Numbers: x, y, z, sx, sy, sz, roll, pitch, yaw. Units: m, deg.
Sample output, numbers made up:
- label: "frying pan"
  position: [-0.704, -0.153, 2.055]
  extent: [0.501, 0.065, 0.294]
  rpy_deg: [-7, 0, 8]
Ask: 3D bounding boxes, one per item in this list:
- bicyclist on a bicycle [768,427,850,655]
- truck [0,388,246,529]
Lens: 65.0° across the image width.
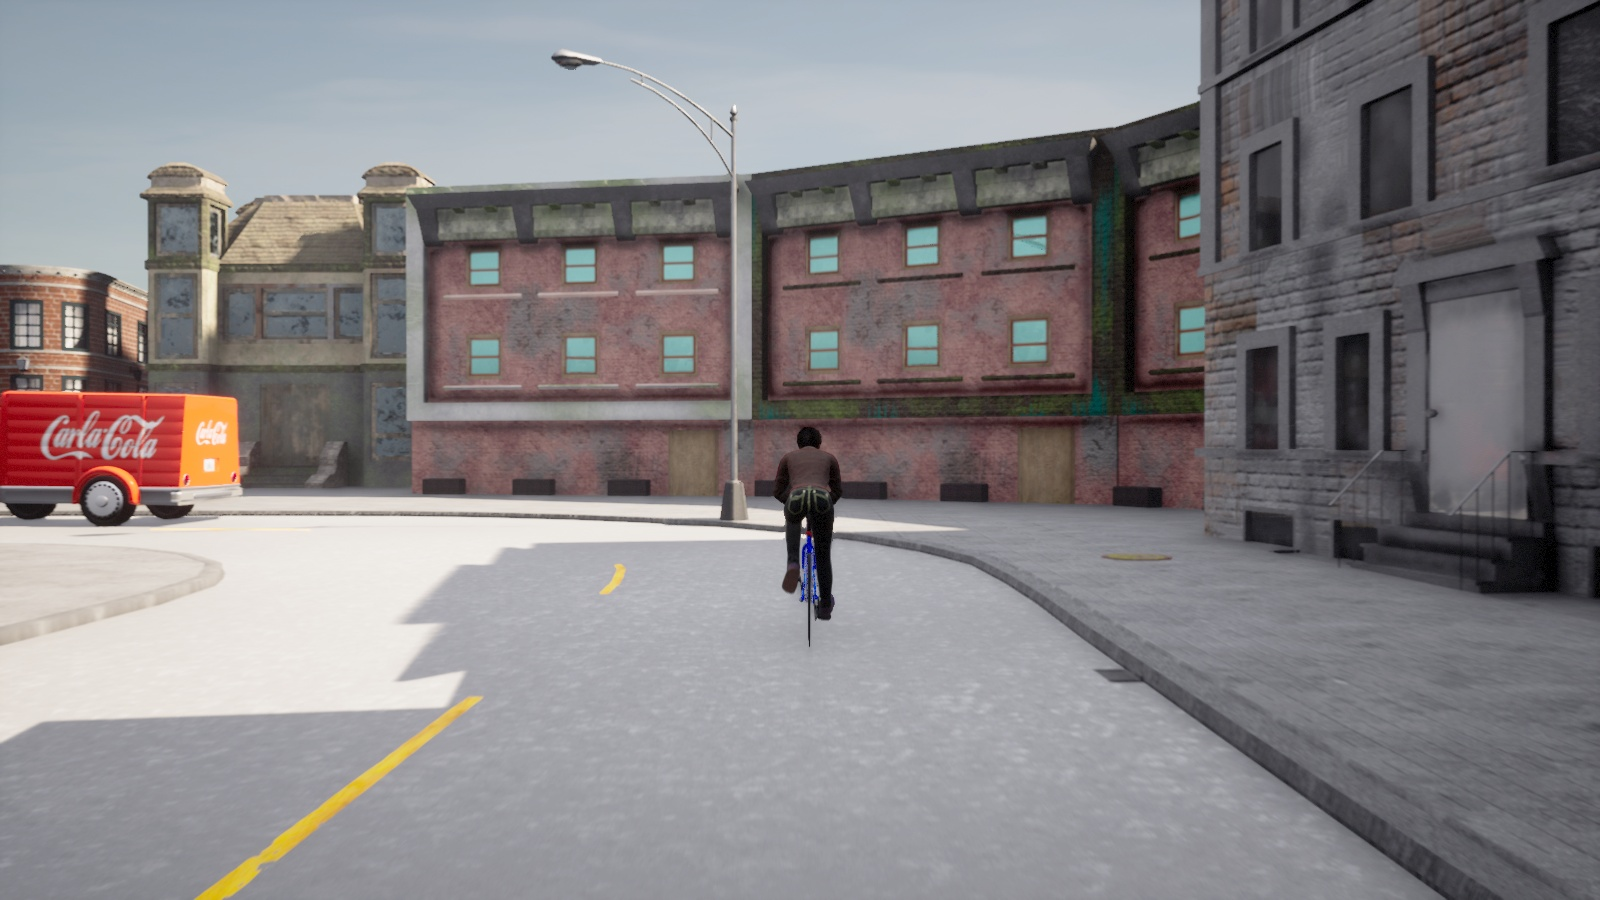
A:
- label: "bicyclist on a bicycle"
  position: [0.071, 0.644, 9.753]
  extent: [0.582, 1.620, 1.656]
  rpy_deg: [0, 0, 0]
- label: "truck"
  position: [-13.619, 0.126, 23.625]
  extent: [5.204, 2.467, 2.627]
  rpy_deg: [1, 0, 1]
